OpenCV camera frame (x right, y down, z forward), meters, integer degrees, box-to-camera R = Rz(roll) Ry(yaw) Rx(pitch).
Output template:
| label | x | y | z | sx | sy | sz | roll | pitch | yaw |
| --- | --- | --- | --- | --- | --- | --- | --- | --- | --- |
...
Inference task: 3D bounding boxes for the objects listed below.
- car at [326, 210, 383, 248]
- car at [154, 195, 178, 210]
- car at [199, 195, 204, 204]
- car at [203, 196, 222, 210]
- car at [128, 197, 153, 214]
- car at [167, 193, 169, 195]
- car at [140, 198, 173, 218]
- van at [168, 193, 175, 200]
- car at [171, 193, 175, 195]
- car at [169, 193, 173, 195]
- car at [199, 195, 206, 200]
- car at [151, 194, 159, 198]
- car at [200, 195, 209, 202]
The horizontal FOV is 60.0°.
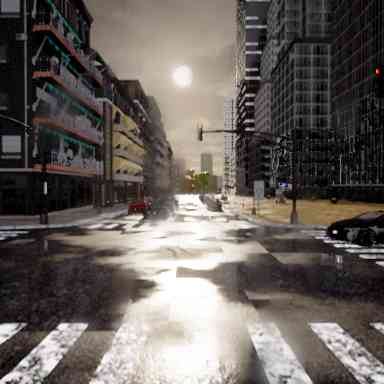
| label | x | y | z | sx | sy | sz | roll | pitch | yaw |
| --- | --- | --- | --- | --- | --- | --- | --- | --- | --- |
| car | 8.030 | 1.508 | 14.286 | 4.181 | 1.385 | 1.994 | 0 | 1 | -6 |
| car | -3.026 | 1.460 | 39.038 | 1.837 | 1.490 | 4.892 | 0 | 0 | 0 |
| car | 2.759 | 1.485 | 63.642 | 2.008 | 1.369 | 4.403 | -1 | 0 | 0 |
| car | 2.718 | 1.498 | 41.046 | 1.887 | 1.381 | 4.507 | -1 | 0 | 0 |
| car | -5.639 | 1.504 | 35.355 | 1.887 | 1.381 | 4.507 | -1 | 0 | 0 |
| car | -5.600 | 1.379 | 57.950 | 1.967 | 1.590 | 4.097 | -1 | 0 | 0 |
| car | -3.048 | 1.530 | 29.129 | 1.994 | 1.385 | 4.181 | 0 | 0 | 0 |
| van | -5.540 | 1.255 | 91.843 | 1.690 | 1.788 | 3.998 | -1 | 0 | 0 |
| car | -5.551 | 1.232 | 86.195 | 2.192 | 1.841 | 5.009 | -1 | 0 | 0 |
| car | -5.578 | 1.512 | 69.249 | 1.802 | 1.307 | 4.206 | -1 | 0 | 0 |
| car | 2.810 | 1.439 | 92.057 | 1.752 | 1.417 | 4.829 | -1 | 0 | 0 |
| car | -5.630 | 1.393 | 41.004 | 1.967 | 1.590 | 4.097 | -1 | 0 | 0 |
| car | 2.780 | 1.470 | 74.940 | 1.887 | 1.381 | 4.507 | -1 | 0 | 0 |
